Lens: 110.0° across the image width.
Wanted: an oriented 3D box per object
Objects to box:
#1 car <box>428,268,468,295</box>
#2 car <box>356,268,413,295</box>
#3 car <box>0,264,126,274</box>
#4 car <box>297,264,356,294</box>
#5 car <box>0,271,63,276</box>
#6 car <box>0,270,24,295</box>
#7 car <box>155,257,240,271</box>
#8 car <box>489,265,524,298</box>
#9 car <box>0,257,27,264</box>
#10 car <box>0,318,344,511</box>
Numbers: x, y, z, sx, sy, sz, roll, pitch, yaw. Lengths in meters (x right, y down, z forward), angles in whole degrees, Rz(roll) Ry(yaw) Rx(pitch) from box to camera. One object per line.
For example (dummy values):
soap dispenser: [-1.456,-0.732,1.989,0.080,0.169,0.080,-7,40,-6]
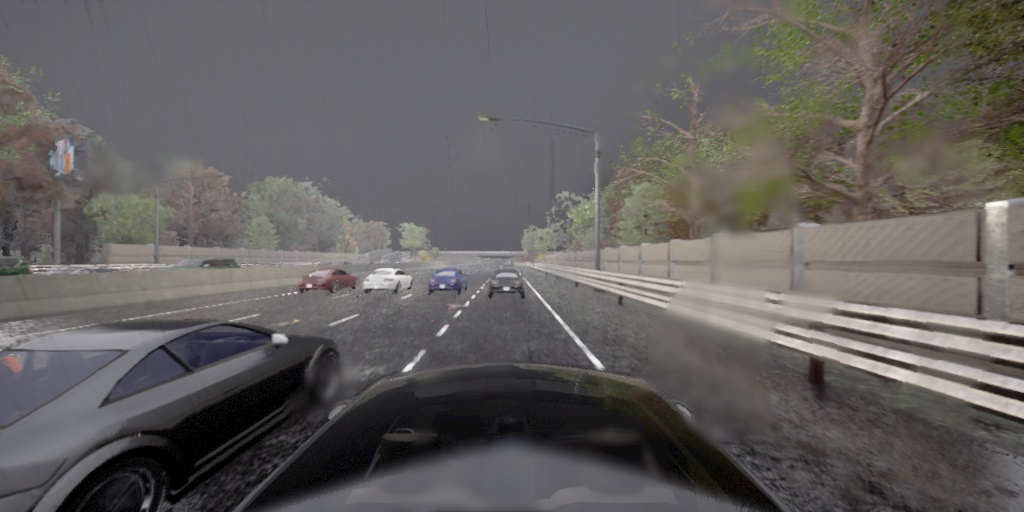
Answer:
car: [-3.717,1.443,21.270,1.812,1.442,4.674,0,-1,-1]
car: [-7.231,1.433,21.256,1.812,1.442,4.674,0,-1,-1]
car: [-24.902,1.341,20.441,2.128,1.511,4.902,0,-1,-1]
car: [-10.716,1.422,21.181,1.812,1.442,4.674,0,-1,-1]
car: [-6.969,1.089,2.422,2.097,1.767,4.553,0,-1,-1]
car: [-28.371,1.416,17.785,1.895,1.301,4.718,0,-1,-1]
car: [-21.458,1.119,24.709,2.150,2.045,5.566,0,0,-1]
car: [-0.298,1.438,19.709,1.812,1.442,4.674,0,-1,-1]
car: [-31.905,1.053,20.730,2.150,2.045,5.566,0,0,-1]
car: [-3.486,1.322,3.678,1.994,1.385,4.181,0,-1,-1]
